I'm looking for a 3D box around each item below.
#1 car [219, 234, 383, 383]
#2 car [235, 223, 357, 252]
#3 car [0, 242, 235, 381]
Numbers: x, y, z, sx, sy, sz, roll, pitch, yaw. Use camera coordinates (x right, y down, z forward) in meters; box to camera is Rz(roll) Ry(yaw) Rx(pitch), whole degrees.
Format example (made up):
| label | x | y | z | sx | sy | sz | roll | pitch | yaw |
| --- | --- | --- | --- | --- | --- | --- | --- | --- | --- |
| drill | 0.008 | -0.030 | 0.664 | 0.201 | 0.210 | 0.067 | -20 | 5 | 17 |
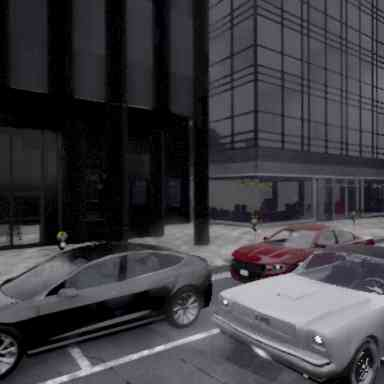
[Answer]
| label | x | y | z | sx | sy | sz | roll | pitch | yaw |
| --- | --- | --- | --- | --- | --- | --- | --- | --- | --- |
| car | 2.621 | 1.598 | 5.247 | 4.718 | 1.301 | 1.895 | 0 | 0 | -36 |
| car | 2.991 | 1.540 | 8.670 | 4.507 | 1.381 | 1.887 | 0 | 0 | -35 |
| car | -1.608 | 1.565 | 5.391 | 4.313 | 1.339 | 1.947 | 0 | 0 | -35 |
